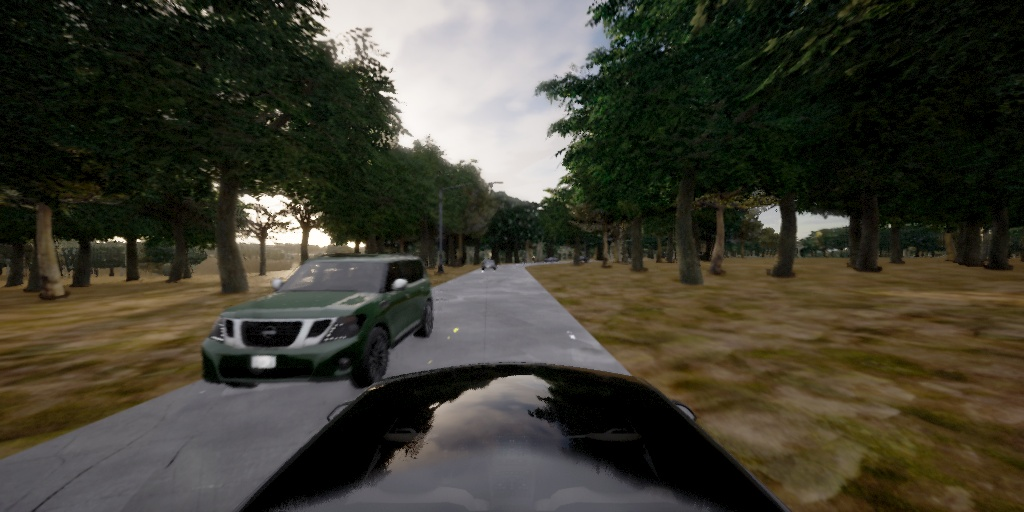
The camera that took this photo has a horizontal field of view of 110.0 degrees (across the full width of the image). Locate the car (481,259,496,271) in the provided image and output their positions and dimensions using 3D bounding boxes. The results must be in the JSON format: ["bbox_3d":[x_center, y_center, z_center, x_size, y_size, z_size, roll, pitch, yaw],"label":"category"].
[{"bbox_3d":[-3.098,1.205,48.592,2.128,1.511,4.902,0,0,0],"label":"car"}]

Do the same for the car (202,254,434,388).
[{"bbox_3d":[-3.102,0.971,7.244,2.150,2.045,5.566,0,0,0],"label":"car"}]
